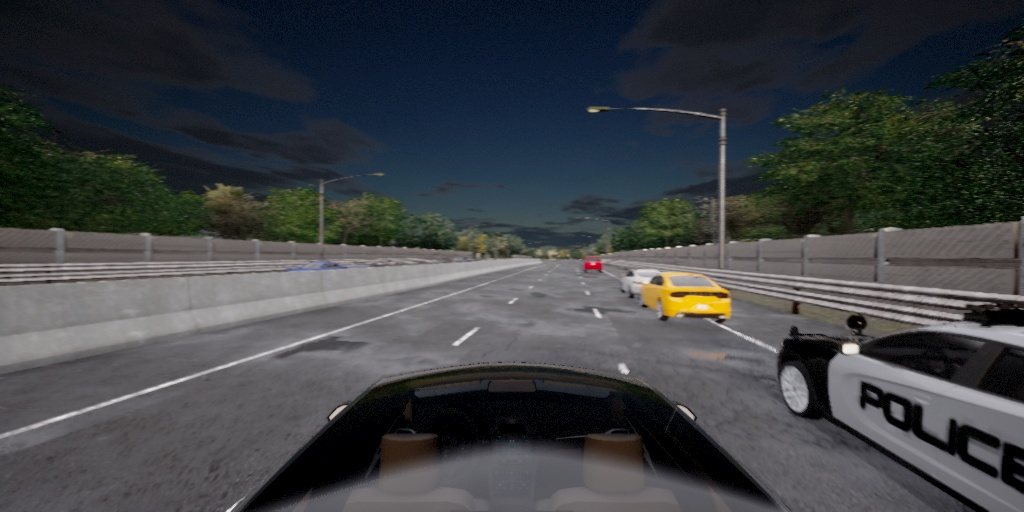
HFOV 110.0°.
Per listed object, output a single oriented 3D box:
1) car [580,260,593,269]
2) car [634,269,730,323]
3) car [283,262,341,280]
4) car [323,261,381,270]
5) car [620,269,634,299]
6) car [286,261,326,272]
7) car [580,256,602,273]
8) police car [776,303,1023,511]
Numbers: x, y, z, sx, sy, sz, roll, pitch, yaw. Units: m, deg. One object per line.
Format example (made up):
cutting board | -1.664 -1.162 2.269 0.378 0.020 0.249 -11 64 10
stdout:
car | 12.685 1.400 61.333 1.895 1.301 4.718 1 0 10
car | 5.849 1.311 12.715 1.882 1.535 5.008 1 0 9
car | -17.144 1.223 31.062 1.895 1.301 4.718 1 0 9
car | -10.860 1.231 26.132 2.033 1.411 5.357 1 0 9
car | 6.809 1.372 18.637 1.812 1.442 4.674 1 0 9
car | -14.321 1.130 26.625 1.882 1.535 5.008 1 0 9
car | 10.113 1.033 45.174 2.150 2.045 5.566 1 1 10
police car | 4.267 1.220 2.954 1.930 1.638 5.238 1 0 9
